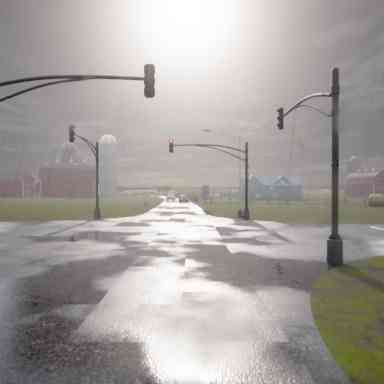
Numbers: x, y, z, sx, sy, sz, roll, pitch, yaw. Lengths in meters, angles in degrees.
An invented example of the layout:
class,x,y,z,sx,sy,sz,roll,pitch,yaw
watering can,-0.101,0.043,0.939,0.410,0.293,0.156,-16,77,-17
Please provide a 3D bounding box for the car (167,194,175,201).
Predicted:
class,x,y,z,sx,sy,sz,roll,pitch,yaw
car,-4.676,1.182,73.890,1.812,1.442,4.674,0,0,-3

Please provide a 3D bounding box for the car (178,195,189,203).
class,x,y,z,sx,sy,sz,roll,pitch,yaw
car,-1.690,1.624,69.889,1.895,1.301,4.718,0,0,-3

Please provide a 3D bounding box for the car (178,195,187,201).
class,x,y,z,sx,sy,sz,roll,pitch,yaw
car,-2.297,1.463,79.874,1.837,1.490,4.892,0,0,-4
